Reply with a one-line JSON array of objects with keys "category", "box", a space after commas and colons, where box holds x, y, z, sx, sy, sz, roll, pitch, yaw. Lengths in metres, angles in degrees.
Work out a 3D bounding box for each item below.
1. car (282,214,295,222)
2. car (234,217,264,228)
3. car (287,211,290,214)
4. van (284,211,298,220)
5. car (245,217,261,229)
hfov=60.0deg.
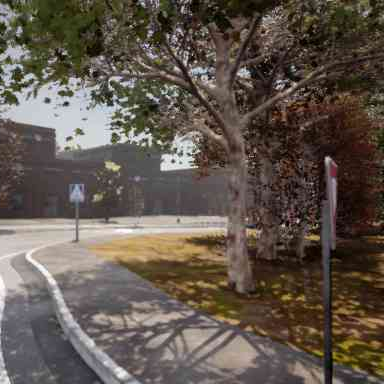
[{"category": "car", "box": [14.277, 4.489, 50.160, 1.882, 1.535, 5.008, -1, -3, 37]}, {"category": "car", "box": [8.208, 4.297, 47.443, 2.033, 1.411, 5.357, -1, -4, 38]}, {"category": "car", "box": [21.399, 5.562, 78.516, 2.435, 2.045, 5.566, -1, -3, 37]}, {"category": "van", "box": [24.707, 5.819, 82.850, 1.878, 1.987, 4.442, -1, -3, 37]}, {"category": "car", "box": [7.454, 3.888, 41.101, 1.994, 1.385, 4.181, -1, -5, 37]}]
